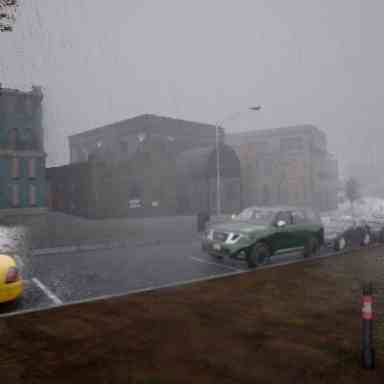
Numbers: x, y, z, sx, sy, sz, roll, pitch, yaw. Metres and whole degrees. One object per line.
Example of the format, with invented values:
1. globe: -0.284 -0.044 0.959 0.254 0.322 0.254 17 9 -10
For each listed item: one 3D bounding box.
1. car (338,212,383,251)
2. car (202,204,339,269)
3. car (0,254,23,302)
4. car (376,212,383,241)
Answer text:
1. car: 7.215 1.904 16.483 4.892 1.521 2.231 2 1 -42
2. car: 2.972 1.541 12.797 5.566 2.045 2.435 2 1 -40
3. car: -6.015 1.589 5.880 5.366 1.575 1.946 2 1 -34
4. car: 11.310 2.017 20.289 4.892 1.521 2.231 2 1 -43
